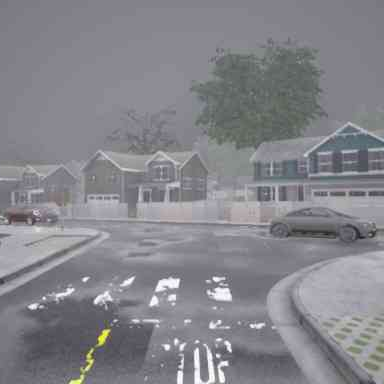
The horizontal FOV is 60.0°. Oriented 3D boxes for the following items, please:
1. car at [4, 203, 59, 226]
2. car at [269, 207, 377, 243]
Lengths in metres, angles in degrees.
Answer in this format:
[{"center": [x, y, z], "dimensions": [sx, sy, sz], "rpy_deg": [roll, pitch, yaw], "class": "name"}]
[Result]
[{"center": [-12.509, 1.607, 25.919], "dimensions": [4.553, 1.767, 2.097], "rpy_deg": [-2, -2, 32], "class": "car"}, {"center": [5.412, 1.322, 14.061], "dimensions": [4.181, 1.385, 1.994], "rpy_deg": [-2, -2, 35], "class": "car"}]
